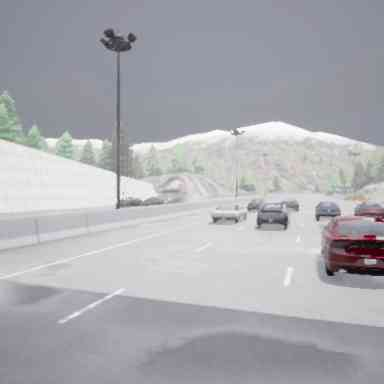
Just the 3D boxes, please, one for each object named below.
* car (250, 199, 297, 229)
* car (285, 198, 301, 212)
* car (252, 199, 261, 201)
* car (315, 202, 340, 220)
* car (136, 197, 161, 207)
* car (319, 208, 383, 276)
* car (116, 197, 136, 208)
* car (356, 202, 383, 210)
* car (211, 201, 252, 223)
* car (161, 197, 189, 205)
[{"bbox_3d":[5.431,1.464,21.649,2.128,1.511,4.902,0,0,20],"label":"car"},{"bbox_3d":[11.282,1.445,37.939,2.128,1.511,4.902,0,0,20],"label":"car"},{"bbox_3d":[7.647,1.499,38.173,2.033,1.411,5.357,0,0,20],"label":"car"},{"bbox_3d":[11.320,1.513,27.691,2.033,1.411,5.357,0,0,20],"label":"car"},{"bbox_3d":[-5.126,1.466,44.326,1.837,1.490,4.892,0,0,20],"label":"car"},{"bbox_3d":[4.992,1.465,10.069,1.882,1.535,5.008,0,0,20],"label":"car"},{"bbox_3d":[-8.466,1.435,45.386,2.128,1.511,4.902,0,0,20],"label":"car"},{"bbox_3d":[15.571,1.528,29.170,1.994,1.385,4.181,0,0,20],"label":"car"},{"bbox_3d":[2.950,1.569,25.093,1.895,1.301,4.718,0,0,20],"label":"car"},{"bbox_3d":[-1.832,1.468,43.144,1.837,1.490,4.892,0,0,20],"label":"car"}]
